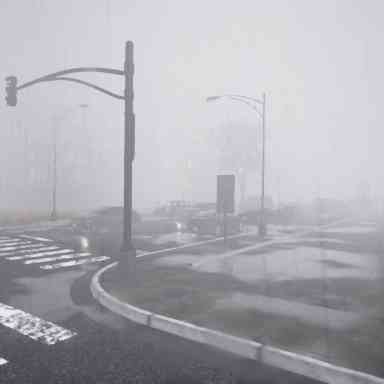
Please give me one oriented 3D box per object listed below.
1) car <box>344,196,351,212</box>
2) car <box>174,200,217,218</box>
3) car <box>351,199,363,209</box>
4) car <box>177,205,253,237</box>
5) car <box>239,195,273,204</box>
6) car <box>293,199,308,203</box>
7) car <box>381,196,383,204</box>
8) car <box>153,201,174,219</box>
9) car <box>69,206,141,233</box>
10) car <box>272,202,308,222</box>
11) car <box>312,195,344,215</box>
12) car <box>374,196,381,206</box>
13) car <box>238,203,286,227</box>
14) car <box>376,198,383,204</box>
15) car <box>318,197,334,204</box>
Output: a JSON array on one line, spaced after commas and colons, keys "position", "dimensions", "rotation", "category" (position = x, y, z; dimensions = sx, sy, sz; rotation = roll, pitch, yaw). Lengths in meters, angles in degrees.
[{"position": [18.441, 1.720, 42.272], "dimensions": [1.967, 1.590, 4.097], "rotation": [1, 0, 36], "category": "car"}, {"position": [0.919, 1.591, 28.301], "dimensions": [1.837, 1.490, 4.892], "rotation": [1, 0, 36], "category": "car"}, {"position": [24.976, 1.773, 51.244], "dimensions": [1.967, 1.590, 4.097], "rotation": [1, 0, 36], "category": "car"}, {"position": [1.470, 1.696, 19.067], "dimensions": [2.008, 1.369, 4.403], "rotation": [1, 0, 36], "category": "car"}, {"position": [7.164, 1.357, 36.772], "dimensions": [2.150, 2.045, 5.566], "rotation": [1, 0, 36], "category": "car"}, {"position": [10.766, 1.758, 36.292], "dimensions": [1.994, 1.385, 4.181], "rotation": [1, 0, 36], "category": "car"}, {"position": [41.423, 1.784, 73.602], "dimensions": [2.192, 1.841, 5.009], "rotation": [1, 0, 36], "category": "car"}, {"position": [-1.612, 1.481, 29.454], "dimensions": [1.967, 1.590, 4.097], "rotation": [1, 0, 36], "category": "car"}, {"position": [-5.086, 1.564, 20.139], "dimensions": [1.812, 1.442, 4.674], "rotation": [1, 0, 36], "category": "car"}, {"position": [7.964, 1.779, 27.898], "dimensions": [1.802, 1.307, 4.206], "rotation": [1, 0, 36], "category": "car"}, {"position": [15.180, 1.569, 37.780], "dimensions": [2.192, 1.841, 5.009], "rotation": [1, 0, 36], "category": "car"}, {"position": [34.943, 1.940, 64.796], "dimensions": [1.752, 1.417, 4.829], "rotation": [1, 0, 36], "category": "car"}, {"position": [4.718, 1.737, 23.483], "dimensions": [1.947, 1.339, 4.313], "rotation": [1, 0, 36], "category": "car"}, {"position": [44.709, 2.047, 78.075], "dimensions": [2.008, 1.369, 4.403], "rotation": [1, 0, 36], "category": "car"}, {"position": [28.091, 1.849, 69.622], "dimensions": [1.947, 1.339, 4.313], "rotation": [1, 0, 36], "category": "car"}]
